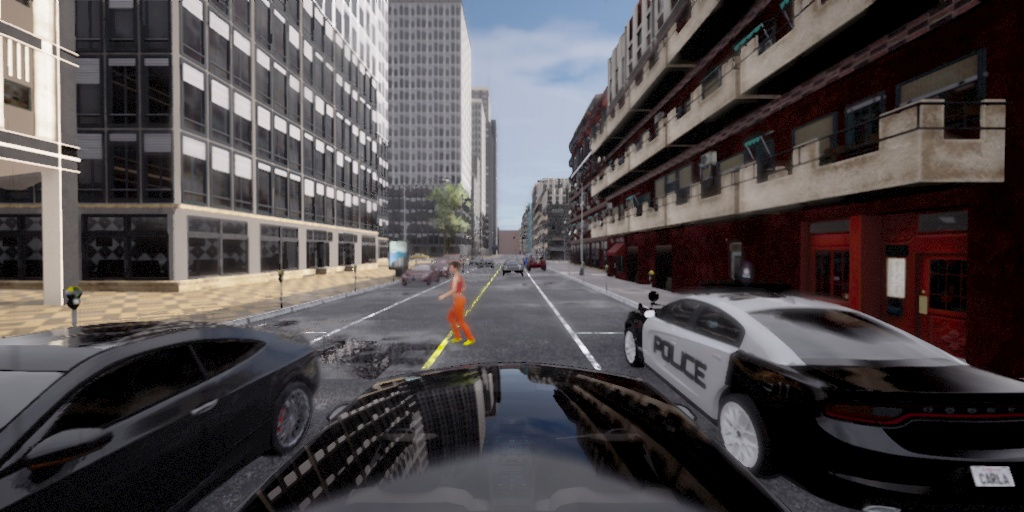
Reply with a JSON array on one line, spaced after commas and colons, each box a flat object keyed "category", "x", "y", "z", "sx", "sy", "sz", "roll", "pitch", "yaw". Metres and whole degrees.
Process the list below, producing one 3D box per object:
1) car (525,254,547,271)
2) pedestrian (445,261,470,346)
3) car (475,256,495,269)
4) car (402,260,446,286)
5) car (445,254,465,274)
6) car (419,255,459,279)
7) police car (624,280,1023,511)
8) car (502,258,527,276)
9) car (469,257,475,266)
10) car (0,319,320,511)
[{"category": "car", "x": 2.689, "y": 0.696, "z": 39.513, "sx": 2.192, "sy": 1.841, "sz": 5.009, "roll": 0, "pitch": 0, "yaw": 0}, {"category": "pedestrian", "x": -1.168, "y": 0.984, "z": 7.755, "sx": 0.375, "sy": 1.860, "sz": 0.375, "roll": 0, "pitch": 1, "yaw": -1}, {"category": "car", "x": -3.094, "y": 0.937, "z": 44.202, "sx": 1.895, "sy": 1.301, "sz": 4.718, "roll": 0, "pitch": 1, "yaw": 0}, {"category": "car", "x": -5.691, "y": 1.124, "z": 22.860, "sx": 1.802, "sy": 1.307, "sz": 4.207, "roll": 0, "pitch": 0, "yaw": 0}, {"category": "car", "x": -5.690, "y": 0.749, "z": 33.961, "sx": 2.192, "sy": 1.841, "sz": 5.009, "roll": 0, "pitch": 0, "yaw": 0}, {"category": "car", "x": -5.691, "y": 0.928, "z": 28.410, "sx": 1.967, "sy": 1.591, "sz": 4.097, "roll": 0, "pitch": 0, "yaw": 0}, {"category": "police car", "x": 3.000, "y": 1.145, "z": 4.823, "sx": 1.930, "sy": 1.638, "sz": 5.238, "roll": 0, "pitch": 1, "yaw": 0}, {"category": "car", "x": 0.087, "y": 1.050, "z": 32.410, "sx": 1.895, "sy": 1.301, "sz": 4.718, "roll": 0, "pitch": 1, "yaw": 0}, {"category": "car", "x": -5.692, "y": 0.789, "z": 56.164, "sx": 1.948, "sy": 1.339, "sz": 4.313, "roll": 0, "pitch": 0, "yaw": 0}, {"category": "car", "x": -3.098, "y": 1.269, "z": 2.338, "sx": 1.812, "sy": 1.442, "sz": 4.674, "roll": 0, "pitch": 1, "yaw": 0}]
